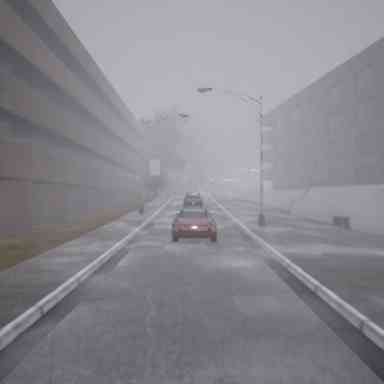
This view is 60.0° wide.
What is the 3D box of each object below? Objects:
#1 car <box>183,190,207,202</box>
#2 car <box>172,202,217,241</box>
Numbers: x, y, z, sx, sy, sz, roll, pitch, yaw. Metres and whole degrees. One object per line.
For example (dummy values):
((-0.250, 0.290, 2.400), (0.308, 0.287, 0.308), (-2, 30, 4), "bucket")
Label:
((0.110, 0.748, 33.300), (2.128, 1.511, 4.902), (0, 3, 0), "car")
((0.104, 1.395, 15.820), (1.994, 1.385, 4.181), (0, 1, 0), "car")
